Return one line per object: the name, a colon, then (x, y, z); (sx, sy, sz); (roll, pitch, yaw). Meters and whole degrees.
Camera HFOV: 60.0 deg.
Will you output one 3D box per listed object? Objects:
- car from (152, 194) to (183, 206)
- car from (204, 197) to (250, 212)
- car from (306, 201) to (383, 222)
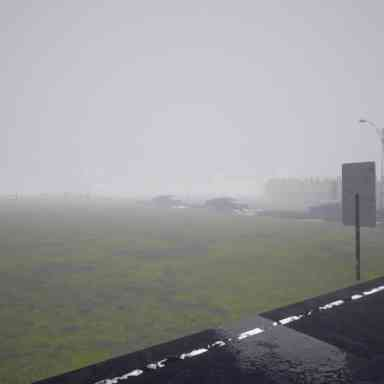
car: (-3.281, 1.029, 43.564); (2.033, 1.411, 5.357); (-1, 1, -35)
car: (3.466, 1.206, 34.118); (2.033, 1.411, 5.357); (-1, 1, -36)
car: (10.973, 1.393, 23.847); (2.033, 1.411, 5.357); (-1, 1, -39)
